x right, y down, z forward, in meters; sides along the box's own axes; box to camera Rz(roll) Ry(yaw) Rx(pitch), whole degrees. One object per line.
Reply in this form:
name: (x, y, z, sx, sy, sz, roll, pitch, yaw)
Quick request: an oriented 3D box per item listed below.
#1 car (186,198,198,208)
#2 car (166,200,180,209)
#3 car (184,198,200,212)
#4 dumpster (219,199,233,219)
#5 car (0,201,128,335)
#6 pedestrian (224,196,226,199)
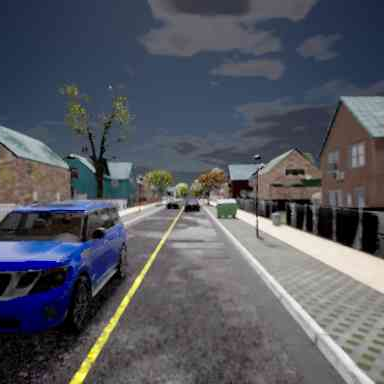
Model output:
car: (0.000, 1.793, 53.595, 1.837, 1.490, 4.892, 0, 0, 0)
car: (-2.819, 1.862, 49.785, 1.895, 1.301, 4.718, 0, 0, 0)
car: (0.040, 1.779, 42.965, 1.994, 1.385, 4.181, 0, 0, 1)
dumpster: (2.992, 1.533, 29.862, 1.020, 1.700, 1.940, -1, -1, 0)
car: (-2.850, 1.249, 7.133, 2.150, 2.045, 5.566, 0, 0, 0)
pedestrian: (3.010, 1.285, 30.890, 0.375, 1.860, 0.375, 1, -2, -2)
